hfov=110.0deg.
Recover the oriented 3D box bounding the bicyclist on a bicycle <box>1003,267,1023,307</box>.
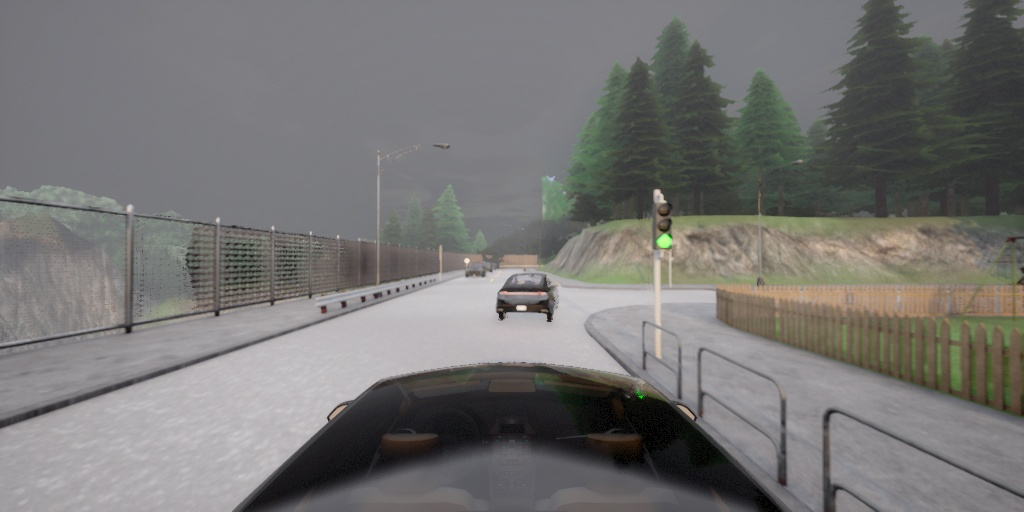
[{"bbox_3d":[19.796,1.234,13.684,0.582,1.620,1.656,0,-1,0],"label":"bicyclist on a bicycle"}]

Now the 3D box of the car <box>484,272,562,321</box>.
[{"bbox_3d":[0.721,1.371,13.150,2.128,1.511,4.902,0,-1,10],"label":"car"}]

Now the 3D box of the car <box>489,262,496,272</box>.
[{"bbox_3d":[-4.067,1.699,54.845,2.097,1.767,4.553,0,-1,0],"label":"car"}]

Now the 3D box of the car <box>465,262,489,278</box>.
[{"bbox_3d":[-4.086,1.546,41.096,2.097,1.767,4.553,0,-1,0],"label":"car"}]
